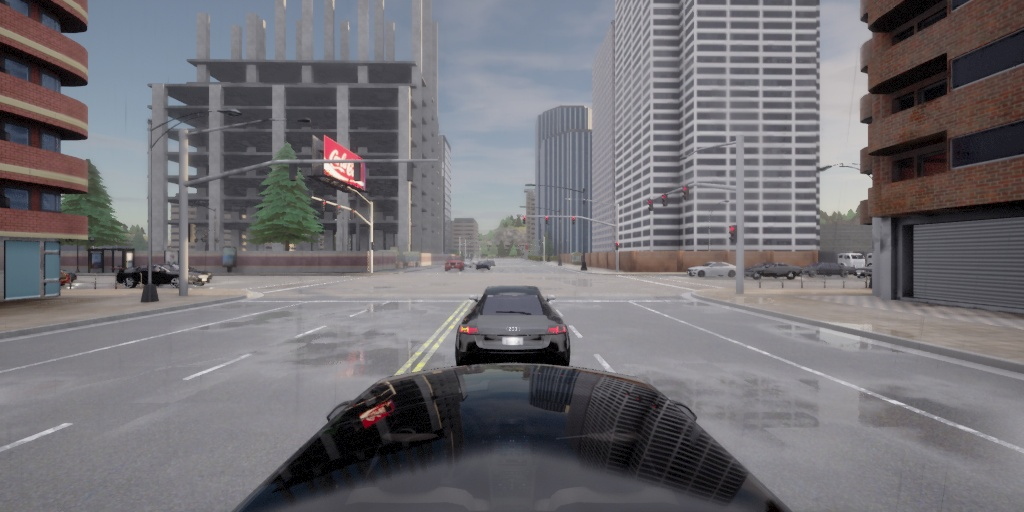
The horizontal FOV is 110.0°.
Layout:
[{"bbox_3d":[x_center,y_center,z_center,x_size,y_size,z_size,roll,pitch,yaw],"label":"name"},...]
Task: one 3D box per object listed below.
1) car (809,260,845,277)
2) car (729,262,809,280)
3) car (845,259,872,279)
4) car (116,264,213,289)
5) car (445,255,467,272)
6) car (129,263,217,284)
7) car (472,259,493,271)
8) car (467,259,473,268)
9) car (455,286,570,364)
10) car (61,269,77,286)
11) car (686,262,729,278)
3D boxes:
[{"bbox_3d":[29.662,1.297,34.238,5.357,1.411,2.033,0,0,-1],"label":"car"},{"bbox_3d":[21.845,1.241,30.627,4.902,1.511,2.128,0,0,-1],"label":"car"},{"bbox_3d":[32.218,1.241,30.768,4.902,1.511,2.128,0,0,-1],"label":"car"},{"bbox_3d":[-22.017,1.241,22.763,4.902,1.511,2.128,0,0,-1],"label":"car"},{"bbox_3d":[-7.572,0.972,47.604,2.150,2.045,5.566,0,0,-4],"label":"car"},{"bbox_3d":[-24.698,1.276,26.246,4.674,1.442,1.812,0,0,-1],"label":"car"},{"bbox_3d":[-4.067,1.351,50.561,1.895,1.301,4.718,0,0,-1],"label":"car"},{"bbox_3d":[-7.636,1.276,59.263,1.812,1.442,4.674,0,0,0],"label":"car"},{"bbox_3d":[0.009,1.314,7.674,1.994,1.385,4.181,0,0,0],"label":"car"},{"bbox_3d":[-31.119,1.102,22.631,4.553,1.767,2.097,0,0,-1],"label":"car"},{"bbox_3d":[19.080,1.276,34.066,4.674,1.442,1.812,0,0,-1],"label":"car"}]
